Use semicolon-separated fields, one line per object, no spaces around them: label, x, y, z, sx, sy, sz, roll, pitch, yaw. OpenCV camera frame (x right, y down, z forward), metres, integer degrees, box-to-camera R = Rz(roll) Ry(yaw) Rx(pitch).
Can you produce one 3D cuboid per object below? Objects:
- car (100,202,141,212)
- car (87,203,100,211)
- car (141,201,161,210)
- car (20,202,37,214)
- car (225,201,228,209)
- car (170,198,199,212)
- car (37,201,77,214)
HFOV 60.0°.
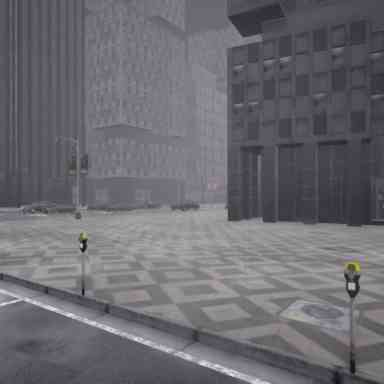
car;-10.696;2.235;50.060;2.033;1.411;5.357;0;-1;36
car;-13.780;2.281;51.335;1.895;1.301;4.718;0;-1;36
car;-7.769;2.354;59.644;1.882;1.535;5.008;0;-1;36
car;-19.644;1.981;43.158;2.128;1.511;4.902;0;-1;36
car;8.242;2.468;64.991;2.097;1.767;4.553;0;-1;35
car;-1.067;2.027;52.008;2.150;2.045;5.566;0;-2;36
car;-16.659;2.058;41.763;1.994;1.385;4.181;0;-1;35
